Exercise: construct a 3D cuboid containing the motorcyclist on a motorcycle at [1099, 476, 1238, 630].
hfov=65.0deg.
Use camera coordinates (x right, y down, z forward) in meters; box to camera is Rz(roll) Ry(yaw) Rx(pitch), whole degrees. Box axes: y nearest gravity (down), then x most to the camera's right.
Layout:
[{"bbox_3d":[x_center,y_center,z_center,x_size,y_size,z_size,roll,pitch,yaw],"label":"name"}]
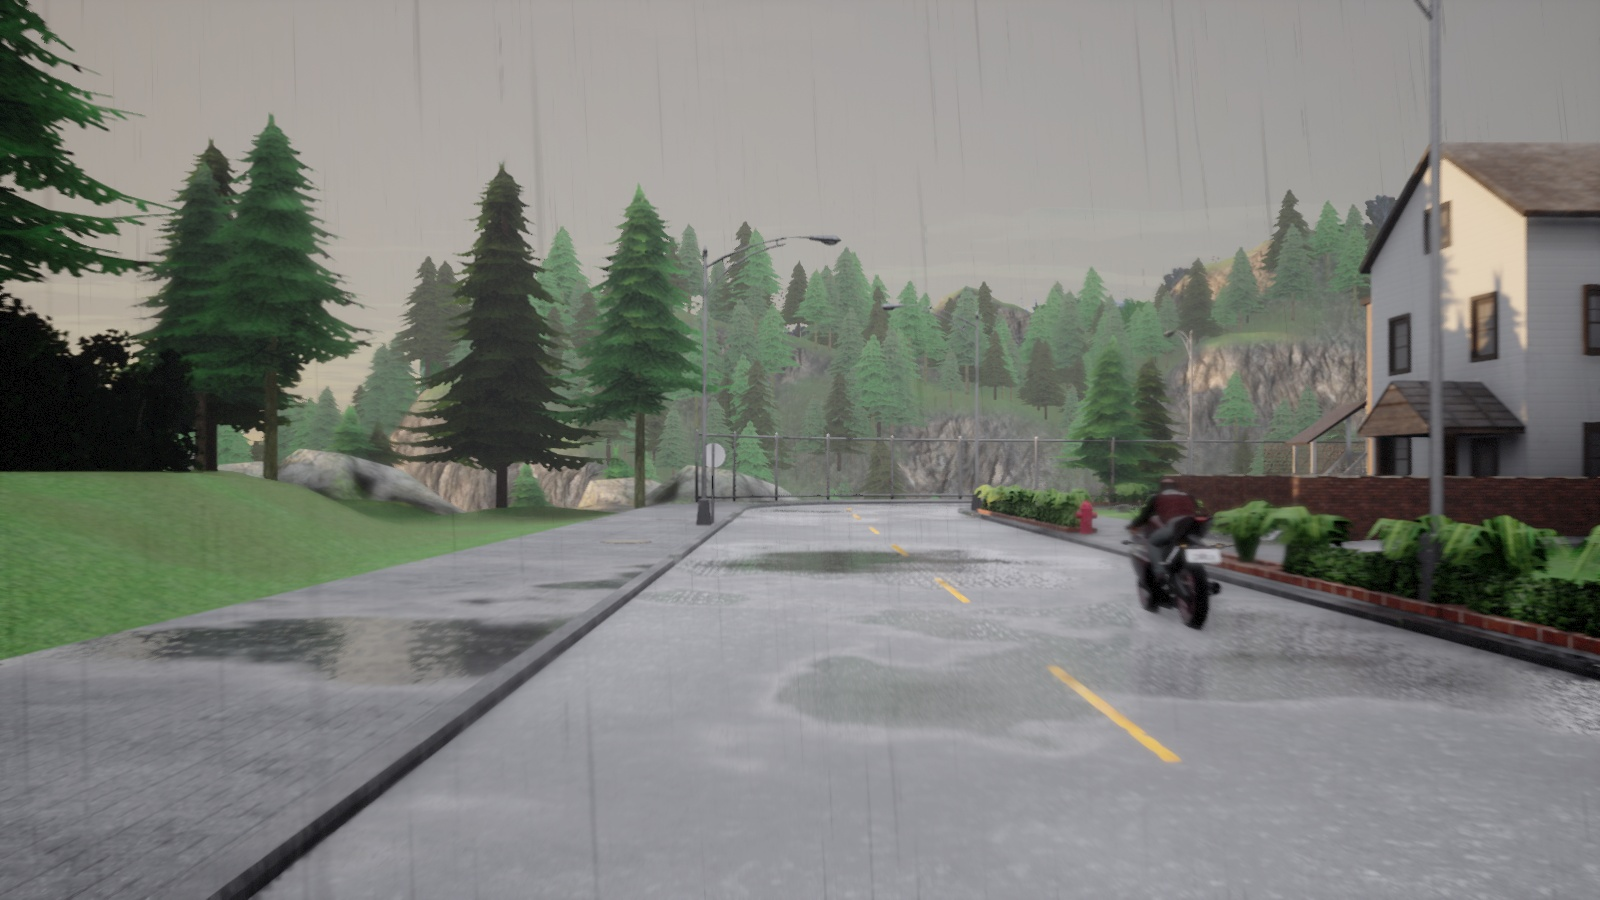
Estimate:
[{"bbox_3d":[3.967,1.059,13.730,0.866,1.530,2.191,0,-1,0],"label":"motorcyclist on a motorcycle"}]
